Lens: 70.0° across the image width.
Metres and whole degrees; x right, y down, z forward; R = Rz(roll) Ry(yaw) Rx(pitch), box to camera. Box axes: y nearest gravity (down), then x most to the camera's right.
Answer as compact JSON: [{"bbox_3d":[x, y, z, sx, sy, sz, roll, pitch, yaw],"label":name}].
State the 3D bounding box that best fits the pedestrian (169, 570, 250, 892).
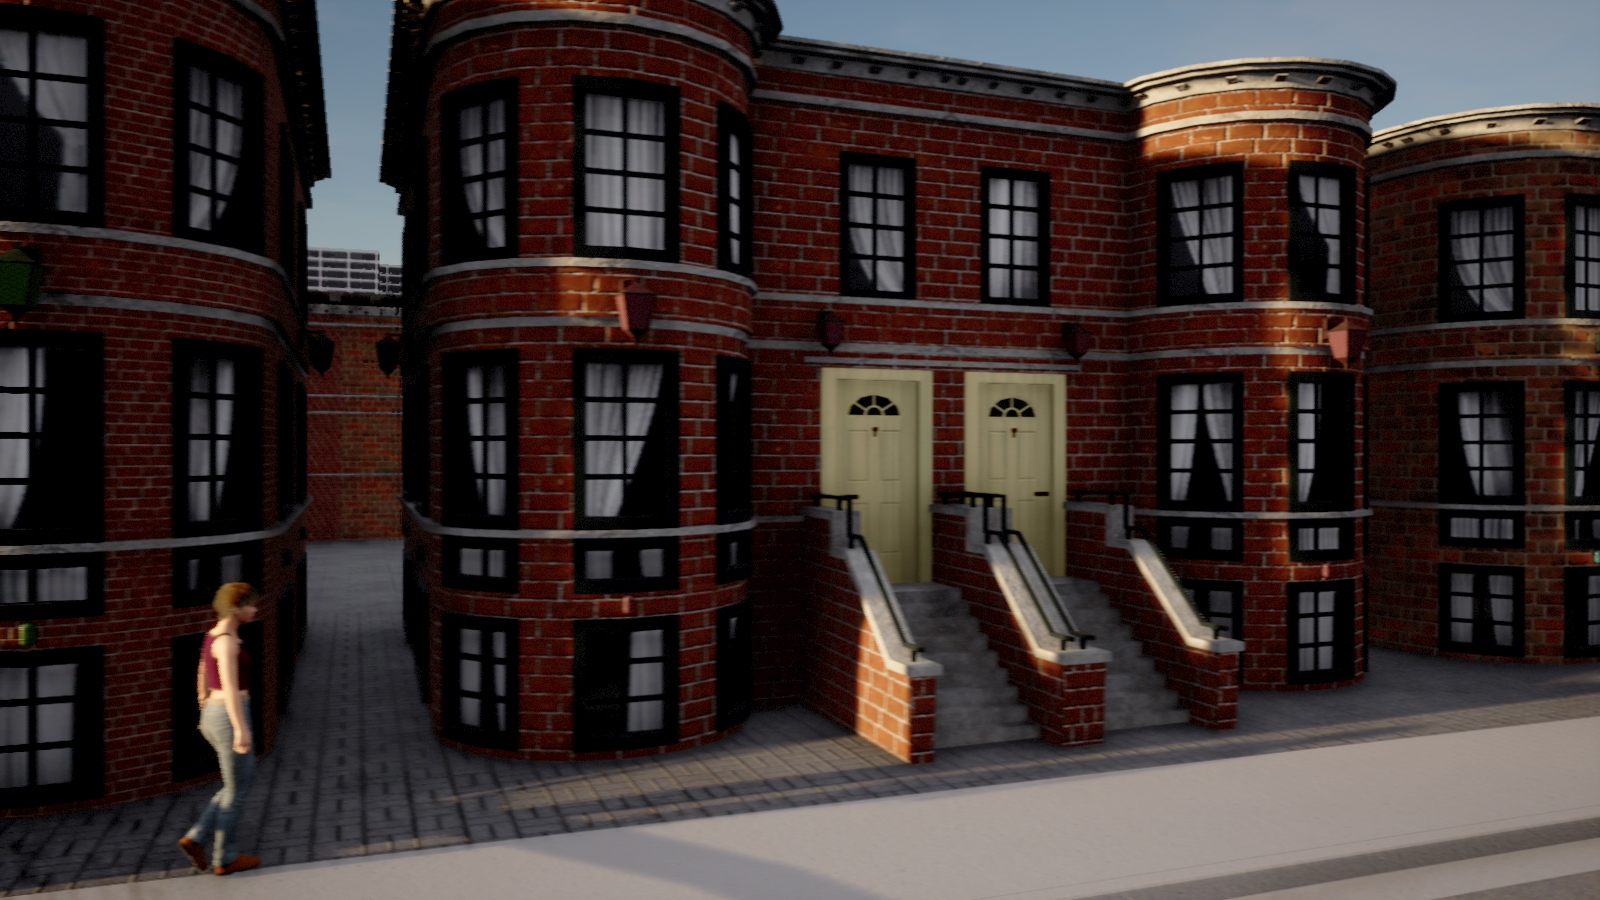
[{"bbox_3d":[-3.650,1.701,7.060,0.375,1.860,0.375,0,0,-39],"label":"pedestrian"}]
